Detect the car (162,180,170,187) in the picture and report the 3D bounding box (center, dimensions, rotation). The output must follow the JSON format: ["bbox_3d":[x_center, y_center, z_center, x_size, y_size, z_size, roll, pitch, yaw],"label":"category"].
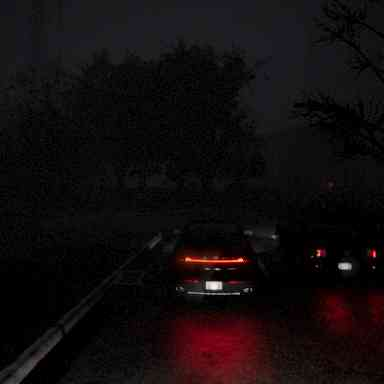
[{"bbox_3d":[-6.349,-2.193,81.356,2.097,1.767,4.553,0,1,-5],"label":"car"}]

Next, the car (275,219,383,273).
[{"bbox_3d":[3.897,1.478,10.361,1.895,1.301,4.718,0,1,4],"label":"car"}]

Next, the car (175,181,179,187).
[{"bbox_3d":[-3.300,-2.065,83.580,1.994,1.385,4.181,0,1,-5],"label":"car"}]

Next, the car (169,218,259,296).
[{"bbox_3d":[0.533,1.415,8.481,1.837,1.490,4.892,0,1,3],"label":"car"}]

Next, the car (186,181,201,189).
[{"bbox_3d":[0.344,-1.378,63.765,1.837,1.490,4.892,-2,4,-17],"label":"car"}]

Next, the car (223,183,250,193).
[{"bbox_3d":[6.770,-0.680,51.214,1.837,1.490,4.892,-1,3,-33],"label":"car"}]
